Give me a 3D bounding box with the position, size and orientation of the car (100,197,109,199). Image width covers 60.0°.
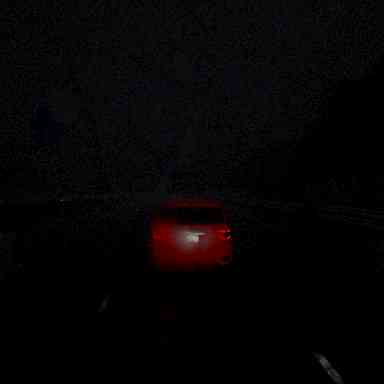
[{"bbox_3d":[-17.517,1.747,66.460,1.812,1.442,4.674,0,0,0],"label":"car"}]

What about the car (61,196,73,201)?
[{"bbox_3d":[-24.516,1.578,66.478,2.097,1.767,4.553,0,0,0],"label":"car"}]

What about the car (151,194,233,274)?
[{"bbox_3d":[0.002,1.216,10.709,2.150,2.045,5.566,0,0,0],"label":"car"}]

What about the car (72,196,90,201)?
[{"bbox_3d":[-21.019,1.771,64.601,1.994,1.385,4.181,0,0,0],"label":"car"}]

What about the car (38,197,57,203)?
[{"bbox_3d":[-28.015,1.756,64.573,2.033,1.411,5.357,0,0,0],"label":"car"}]
